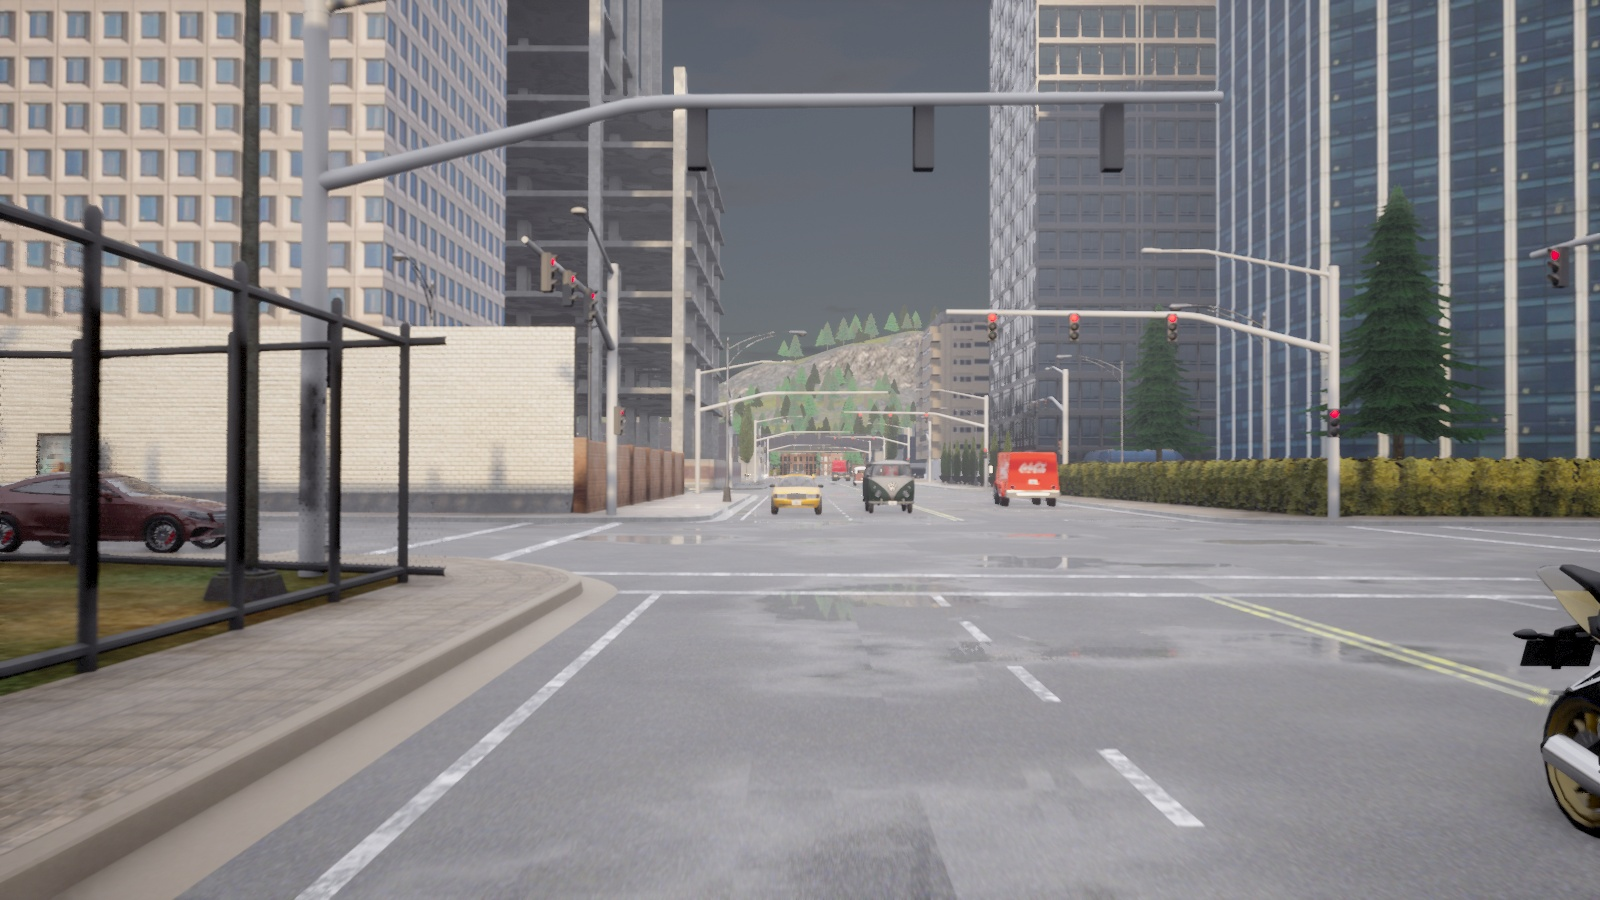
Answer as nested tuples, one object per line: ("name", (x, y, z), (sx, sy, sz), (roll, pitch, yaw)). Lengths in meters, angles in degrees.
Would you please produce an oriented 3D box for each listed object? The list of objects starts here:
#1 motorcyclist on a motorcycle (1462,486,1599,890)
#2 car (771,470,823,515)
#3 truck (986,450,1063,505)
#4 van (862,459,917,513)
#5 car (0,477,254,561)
("motorcyclist on a motorcycle", (3.489, 0.914, 4.681), (0.866, 1.530, 2.191), (0, -1, 0))
("car", (-0.114, 1.539, 46.758), (1.801, 1.575, 5.366), (0, -1, 0))
("truck", (10.356, 1.266, 58.484), (2.627, 2.467, 5.204), (0, -1, 0))
("van", (3.382, 1.362, 48.256), (1.775, 1.987, 4.442), (0, -1, 0))
("car", (-12.655, 1.218, 22.837), (4.674, 1.442, 1.812), (0, -1, 0))
